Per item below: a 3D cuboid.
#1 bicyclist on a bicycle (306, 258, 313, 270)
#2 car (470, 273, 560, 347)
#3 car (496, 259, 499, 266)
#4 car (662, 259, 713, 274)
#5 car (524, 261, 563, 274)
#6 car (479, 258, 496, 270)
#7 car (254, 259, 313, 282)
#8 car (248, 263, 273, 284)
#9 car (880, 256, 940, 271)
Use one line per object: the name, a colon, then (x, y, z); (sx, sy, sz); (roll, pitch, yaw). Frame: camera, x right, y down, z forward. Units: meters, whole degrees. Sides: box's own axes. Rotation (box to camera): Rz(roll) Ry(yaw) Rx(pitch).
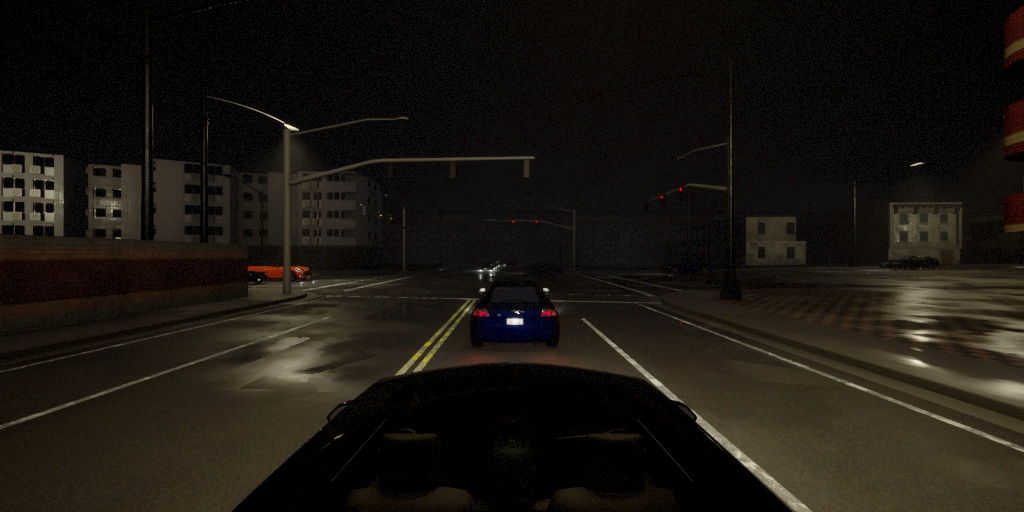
bicyclist on a bicycle: (-25.562, 1.051, 45.223); (0.582, 1.620, 1.656); (0, 0, 0)
car: (0.063, 1.314, 9.357); (1.994, 1.385, 4.181); (0, 0, 0)
car: (-3.753, 1.276, 63.080); (1.812, 1.442, 4.674); (0, 0, 0)
car: (18.557, 1.082, 38.030); (5.008, 1.535, 1.882); (-1, 0, 1)
car: (3.498, 1.272, 39.866); (4.181, 1.385, 1.994); (0, 0, 24)
car: (-3.746, 1.255, 53.710); (1.837, 1.490, 4.892); (0, 0, 0)
car: (-18.463, 1.102, 28.582); (4.553, 1.767, 2.097); (0, 0, 0)
car: (-19.921, 1.351, 25.132); (4.718, 1.301, 1.895); (0, 0, 1)
car: (41.651, 0.711, 37.636); (4.902, 1.511, 2.128); (-1, 0, 1)
